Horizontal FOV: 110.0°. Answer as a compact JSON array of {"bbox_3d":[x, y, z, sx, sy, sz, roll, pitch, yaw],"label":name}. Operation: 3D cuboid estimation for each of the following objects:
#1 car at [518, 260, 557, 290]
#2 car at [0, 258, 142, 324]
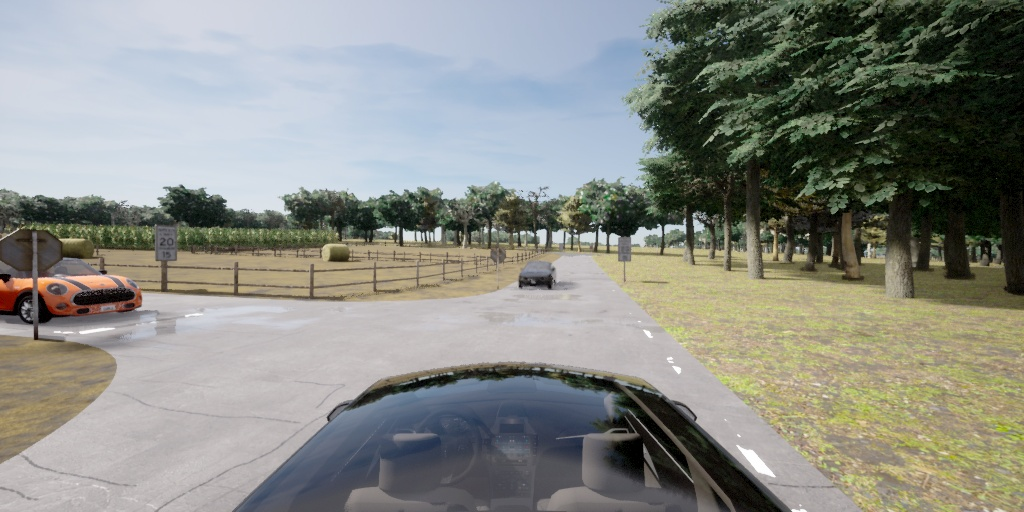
[{"bbox_3d":[1.592,1.039,21.171,1.882,1.535,5.008,0,1,11],"label":"car"},{"bbox_3d":[-13.353,0.811,10.267,4.553,1.767,2.097,1,1,10],"label":"car"}]
